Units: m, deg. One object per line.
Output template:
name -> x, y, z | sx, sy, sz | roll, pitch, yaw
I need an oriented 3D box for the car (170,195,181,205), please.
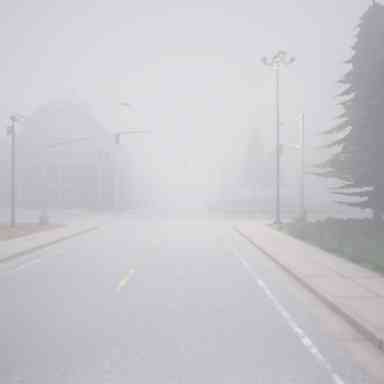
car -> -3.512, 1.744, 72.034 | 2.150, 2.045, 5.566 | 0, 0, 0
